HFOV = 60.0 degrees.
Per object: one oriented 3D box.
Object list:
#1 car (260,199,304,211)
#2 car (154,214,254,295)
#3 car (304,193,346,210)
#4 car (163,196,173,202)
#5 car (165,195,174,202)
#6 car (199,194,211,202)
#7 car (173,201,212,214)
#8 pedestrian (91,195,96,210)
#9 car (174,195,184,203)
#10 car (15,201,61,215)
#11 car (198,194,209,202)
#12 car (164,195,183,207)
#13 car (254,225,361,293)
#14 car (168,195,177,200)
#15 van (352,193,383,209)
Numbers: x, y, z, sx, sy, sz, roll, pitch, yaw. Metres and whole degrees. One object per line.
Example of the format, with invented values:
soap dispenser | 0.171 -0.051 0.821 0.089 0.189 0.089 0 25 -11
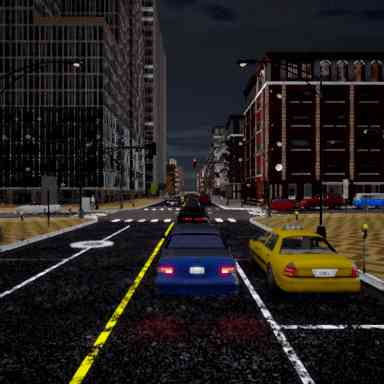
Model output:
car | 9.662 1.420 36.671 4.181 1.385 1.994 -1 0 3
car | 0.096 1.547 8.881 2.033 1.411 5.357 0 0 0
car | 15.308 1.095 38.925 5.009 1.841 2.192 -1 1 -1
car | -5.327 1.556 74.564 2.008 1.369 4.403 0 0 0
car | -5.328 1.550 80.157 1.887 1.381 4.507 0 0 0
car | 2.555 1.318 63.379 2.192 1.841 5.009 0 0 0
car | 0.081 1.505 18.622 1.837 1.490 4.892 0 0 0
pedestrian | -12.354 1.270 41.567 0.375 1.860 0.375 0 1 -1
car | -2.760 1.482 71.334 1.882 1.535 5.008 0 0 0
car | -16.699 1.723 36.101 4.674 1.442 1.812 -1 0 -1
car | 2.553 1.320 74.565 2.192 1.841 5.009 0 0 0
car | -2.851 1.493 51.221 2.128 1.511 4.902 0 0 0
car | 2.563 1.525 8.732 1.752 1.417 4.829 0 0 0
car | -5.329 1.558 91.343 2.008 1.369 4.403 0 0 0
van | 20.964 1.050 38.986 3.998 1.788 1.690 -1 1 -1
